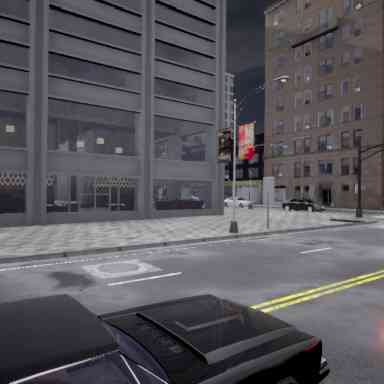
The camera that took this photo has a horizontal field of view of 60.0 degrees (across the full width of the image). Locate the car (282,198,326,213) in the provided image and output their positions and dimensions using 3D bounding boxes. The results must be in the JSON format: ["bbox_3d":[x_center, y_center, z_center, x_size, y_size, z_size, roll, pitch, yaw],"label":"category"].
[{"bbox_3d":[11.901,1.403,35.582,1.837,1.490,4.892,1,0,-35],"label":"car"}]

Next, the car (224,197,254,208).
[{"bbox_3d":[6.037,1.382,43.907,1.812,1.442,4.674,1,0,-35],"label":"car"}]

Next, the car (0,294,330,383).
[{"bbox_3d":[-0.987,1.601,2.679,4.718,1.301,1.895,0,0,-35],"label":"car"}]
